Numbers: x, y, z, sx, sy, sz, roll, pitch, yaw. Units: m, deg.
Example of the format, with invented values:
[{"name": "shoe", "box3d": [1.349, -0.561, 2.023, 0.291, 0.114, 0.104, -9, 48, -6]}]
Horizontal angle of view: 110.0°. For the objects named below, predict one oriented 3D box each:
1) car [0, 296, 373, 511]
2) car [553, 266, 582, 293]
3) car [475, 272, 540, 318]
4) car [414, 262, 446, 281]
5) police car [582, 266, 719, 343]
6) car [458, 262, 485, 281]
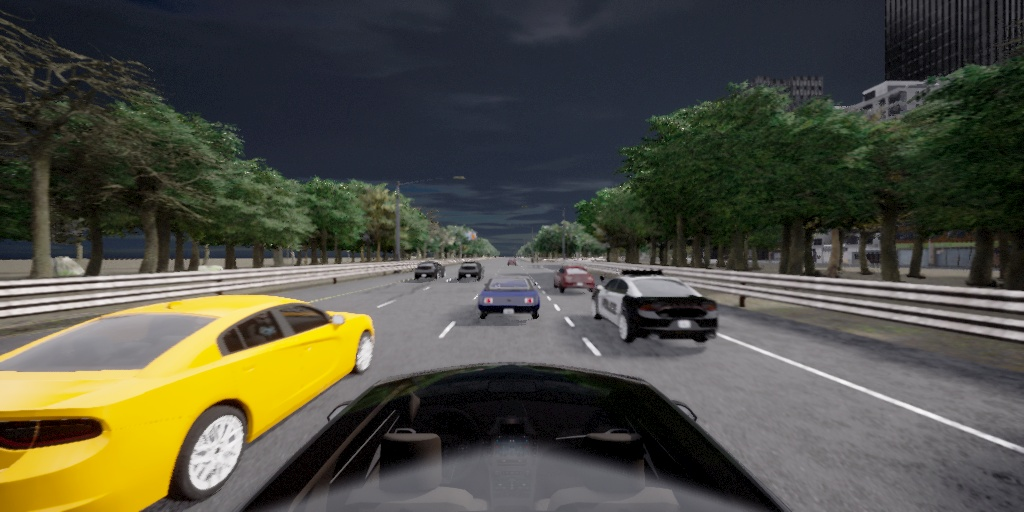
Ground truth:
[{"name": "car", "box3d": [-3.405, 1.228, 4.449, 1.882, 1.535, 5.008, 0, 0, 0]}, {"name": "car", "box3d": [3.496, 1.277, 20.752, 1.812, 1.442, 4.674, 0, 0, 0]}, {"name": "car", "box3d": [-0.072, 1.352, 12.846, 1.895, 1.301, 4.718, 0, 0, 0]}, {"name": "car", "box3d": [-6.905, 1.257, 30.482, 1.837, 1.490, 4.892, 0, 0, 0]}, {"name": "police car", "box3d": [3.498, 1.176, 9.863, 1.930, 1.638, 5.238, 0, 0, 0]}, {"name": "car", "box3d": [-3.405, 1.257, 30.447, 1.837, 1.490, 4.892, 0, 0, 0]}]
